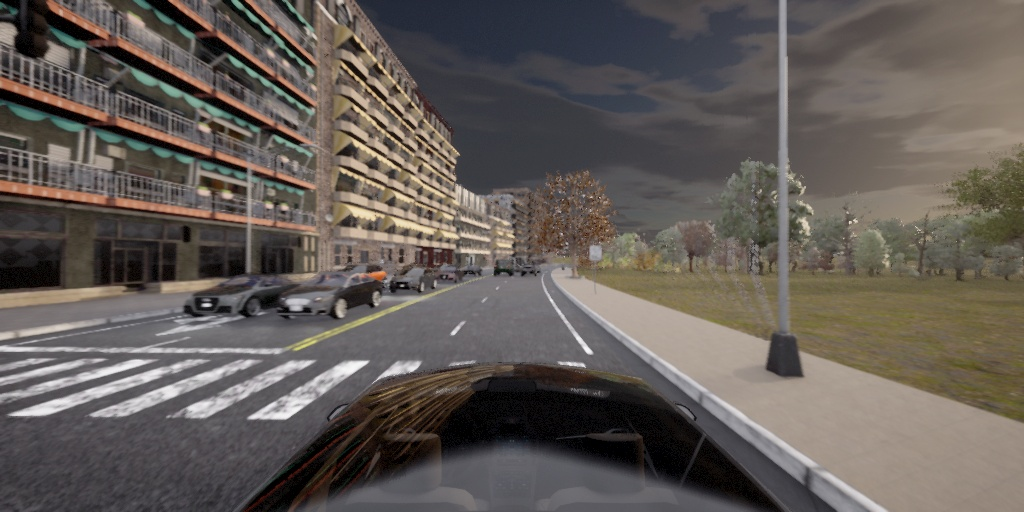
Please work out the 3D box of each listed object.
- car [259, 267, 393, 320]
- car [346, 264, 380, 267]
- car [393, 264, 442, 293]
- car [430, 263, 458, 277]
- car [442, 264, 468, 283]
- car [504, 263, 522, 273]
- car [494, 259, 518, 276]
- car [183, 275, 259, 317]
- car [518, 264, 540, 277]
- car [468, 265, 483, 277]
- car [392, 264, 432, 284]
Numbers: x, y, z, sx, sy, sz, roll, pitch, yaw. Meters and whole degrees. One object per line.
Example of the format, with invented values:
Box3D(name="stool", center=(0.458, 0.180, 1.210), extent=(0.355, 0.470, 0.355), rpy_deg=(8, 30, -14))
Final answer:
Box3D(name="car", center=(-6.408, 1.331, 13.200), extent=(2.128, 1.511, 4.902), rpy_deg=(0, -1, 1))
Box3D(name="car", center=(-9.335, 1.271, 21.843), extent=(2.097, 1.767, 4.553), rpy_deg=(0, -1, 3))
Box3D(name="car", center=(-6.057, 1.441, 22.535), extent=(1.837, 1.490, 4.892), rpy_deg=(0, -1, 3))
Box3D(name="car", center=(-7.889, 1.648, 42.151), extent=(1.837, 1.490, 4.892), rpy_deg=(0, -1, 6))
Box3D(name="car", center=(-5.505, 1.598, 31.721), extent=(1.994, 1.385, 4.181), rpy_deg=(0, -1, 4))
Box3D(name="car", center=(0.176, 1.883, 55.395), extent=(2.033, 1.411, 5.357), rpy_deg=(0, -1, 8))
Box3D(name="car", center=(-0.937, 1.419, 44.710), extent=(2.150, 2.045, 5.566), rpy_deg=(0, -1, 5))
Box3D(name="car", center=(-9.654, 1.395, 13.393), extent=(1.994, 1.385, 4.181), rpy_deg=(0, -1, 2))
Box3D(name="car", center=(2.082, 1.700, 43.649), extent=(1.837, 1.490, 4.892), rpy_deg=(0, -1, 6))
Box3D(name="car", center=(-4.657, 1.751, 41.823), extent=(1.895, 1.301, 4.718), rpy_deg=(0, -1, 6))
Box3D(name="car", center=(-8.756, 1.529, 31.831), extent=(1.837, 1.490, 4.892), rpy_deg=(0, -1, 4))
